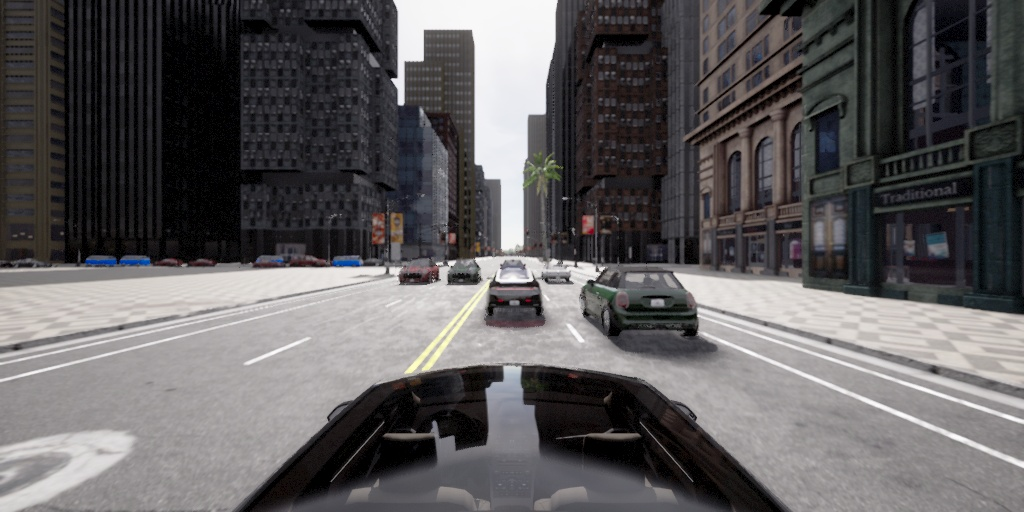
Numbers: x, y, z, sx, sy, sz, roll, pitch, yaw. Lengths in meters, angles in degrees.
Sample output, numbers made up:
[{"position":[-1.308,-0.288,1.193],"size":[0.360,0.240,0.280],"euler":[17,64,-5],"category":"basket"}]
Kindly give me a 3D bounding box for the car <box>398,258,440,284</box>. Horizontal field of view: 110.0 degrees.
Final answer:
[{"position":[-6.615,1.023,25.972],"size":[2.097,1.767,4.553],"euler":[0,0,0],"category":"car"}]

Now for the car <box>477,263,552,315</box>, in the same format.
[{"position":[0.080,1.205,13.366],"size":[2.128,1.511,4.902],"euler":[0,0,0],"category":"car"}]

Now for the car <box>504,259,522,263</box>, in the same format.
[{"position":[0.068,1.016,28.434],"size":[2.097,1.767,4.553],"euler":[0,0,0],"category":"car"}]

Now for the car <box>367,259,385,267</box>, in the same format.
[{"position":[-23.618,1.111,60.261],"size":[4.403,1.370,2.007],"euler":[0,0,0],"category":"car"}]

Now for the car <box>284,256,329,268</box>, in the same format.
[{"position":[-29.284,0.874,51.730],"size":[5.009,1.841,2.192],"euler":[0,0,0],"category":"car"}]

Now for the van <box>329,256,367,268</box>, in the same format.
[{"position":[-23.607,0.904,51.736],"size":[3.998,1.789,1.690],"euler":[0,0,0],"category":"van"}]

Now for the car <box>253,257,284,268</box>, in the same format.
[{"position":[-34.962,1.138,51.723],"size":[4.207,1.307,1.802],"euler":[0,0,0],"category":"car"}]

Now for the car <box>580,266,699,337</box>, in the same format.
[{"position":[3.324,1.074,10.299],"size":[2.097,1.767,4.553],"euler":[0,0,0],"category":"car"}]

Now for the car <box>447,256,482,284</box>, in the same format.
[{"position":[-3.365,1.024,25.950],"size":[2.097,1.767,4.553],"euler":[0,0,0],"category":"car"}]

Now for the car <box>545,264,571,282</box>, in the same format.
[{"position":[3.319,1.266,27.997],"size":[1.895,1.301,4.718],"euler":[0,0,0],"category":"car"}]
